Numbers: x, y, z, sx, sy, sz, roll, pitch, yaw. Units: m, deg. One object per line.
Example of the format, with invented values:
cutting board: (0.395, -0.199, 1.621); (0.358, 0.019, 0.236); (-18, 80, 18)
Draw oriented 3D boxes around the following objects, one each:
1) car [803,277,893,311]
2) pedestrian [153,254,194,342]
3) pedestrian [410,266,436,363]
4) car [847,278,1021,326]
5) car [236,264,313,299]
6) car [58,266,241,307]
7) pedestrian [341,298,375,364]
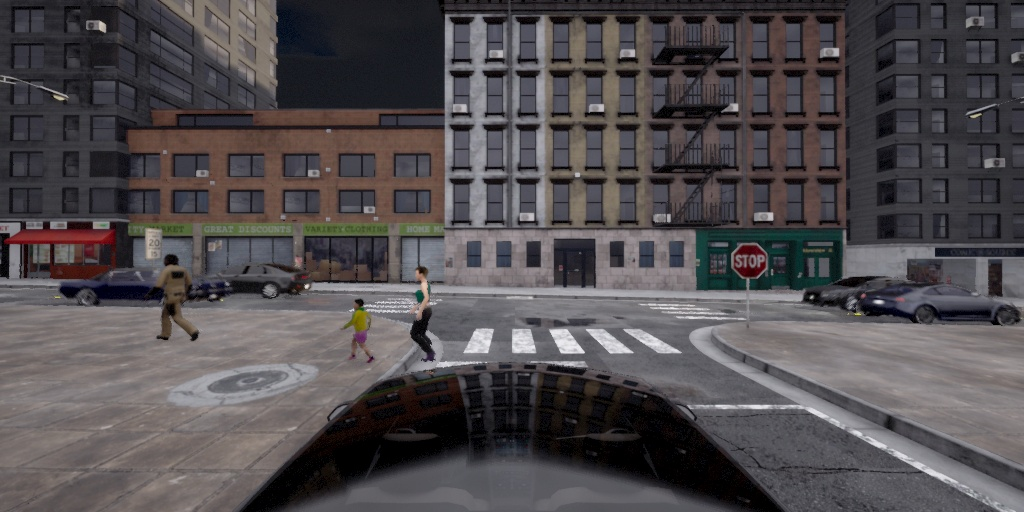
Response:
car: (15.708, 1.653, 15.871); (4.892, 1.490, 1.837); (1, 0, 0)
pedestrian: (-6.921, 0.811, 7.334); (0.375, 1.860, 0.375); (0, 0, 0)
pedestrian: (-1.672, 1.045, 6.734); (0.375, 1.860, 0.375); (0, 0, 0)
car: (15.223, 1.678, 12.922); (4.181, 1.385, 1.994); (1, 0, 0)
car: (-11.549, 1.070, 15.987); (4.892, 1.490, 1.837); (1, 0, 0)
car: (-13.059, 1.114, 13.042); (4.718, 1.301, 1.895); (1, 0, 0)
pedestrian: (-2.528, 1.272, 6.139); (0.500, 1.100, 0.500); (0, 0, 0)
